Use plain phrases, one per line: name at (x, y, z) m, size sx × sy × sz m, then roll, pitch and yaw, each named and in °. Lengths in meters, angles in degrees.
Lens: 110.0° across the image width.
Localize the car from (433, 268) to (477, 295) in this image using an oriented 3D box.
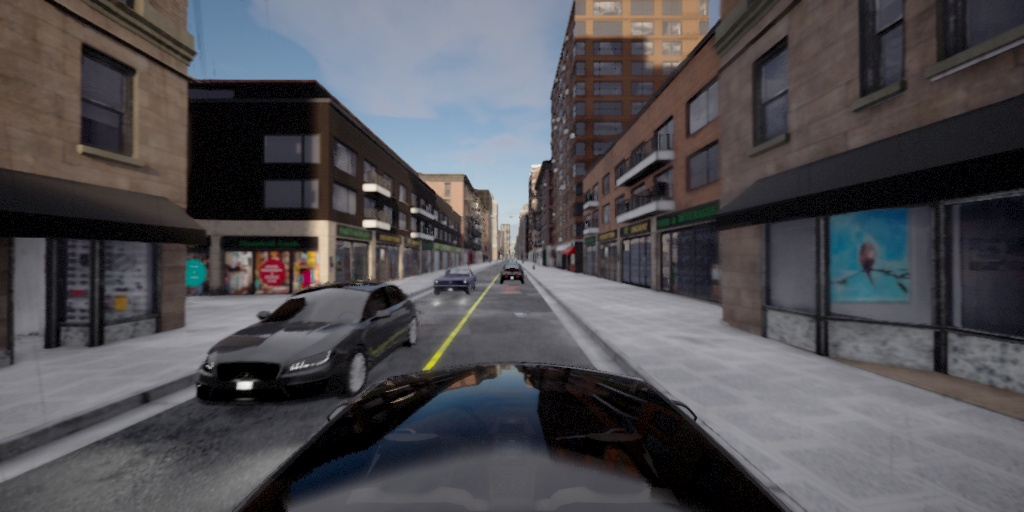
car at (-3.078, 1.388, 20.165) m, size 1.895 × 1.301 × 4.718 m, roll 0°, pitch 0°, yaw 0°

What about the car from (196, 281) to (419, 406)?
car at (-3.094, 1.266, 6.584) m, size 1.837 × 1.490 × 4.892 m, roll 0°, pitch 0°, yaw 0°

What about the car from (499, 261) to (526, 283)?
car at (0.023, 1.311, 28.205) m, size 1.837 × 1.490 × 4.892 m, roll 0°, pitch 0°, yaw 0°
